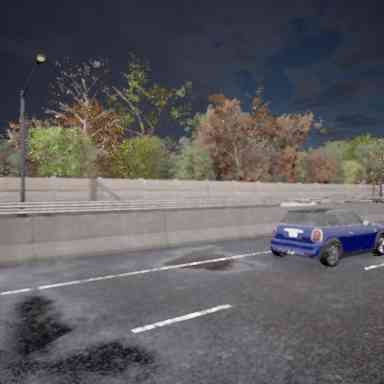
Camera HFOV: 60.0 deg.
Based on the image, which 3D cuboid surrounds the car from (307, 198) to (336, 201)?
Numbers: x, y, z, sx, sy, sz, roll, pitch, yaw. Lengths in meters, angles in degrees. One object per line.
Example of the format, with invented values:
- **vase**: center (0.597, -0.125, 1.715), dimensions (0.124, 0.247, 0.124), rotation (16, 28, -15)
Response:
- **car**: center (14.950, 1.441, 36.144), dimensions (4.674, 1.442, 1.812), rotation (0, 0, -36)

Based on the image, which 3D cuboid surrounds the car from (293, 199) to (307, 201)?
- **car**: center (12.523, 1.518, 38.721), dimensions (4.718, 1.301, 1.895), rotation (0, 0, -35)

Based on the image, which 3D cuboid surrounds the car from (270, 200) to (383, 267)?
- **car**: center (4.850, 1.324, 11.508), dimensions (4.553, 1.767, 2.097), rotation (0, 0, -36)

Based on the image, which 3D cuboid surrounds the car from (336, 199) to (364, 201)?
- **car**: center (16.746, 1.517, 33.135), dimensions (4.718, 1.301, 1.895), rotation (0, 0, -35)
